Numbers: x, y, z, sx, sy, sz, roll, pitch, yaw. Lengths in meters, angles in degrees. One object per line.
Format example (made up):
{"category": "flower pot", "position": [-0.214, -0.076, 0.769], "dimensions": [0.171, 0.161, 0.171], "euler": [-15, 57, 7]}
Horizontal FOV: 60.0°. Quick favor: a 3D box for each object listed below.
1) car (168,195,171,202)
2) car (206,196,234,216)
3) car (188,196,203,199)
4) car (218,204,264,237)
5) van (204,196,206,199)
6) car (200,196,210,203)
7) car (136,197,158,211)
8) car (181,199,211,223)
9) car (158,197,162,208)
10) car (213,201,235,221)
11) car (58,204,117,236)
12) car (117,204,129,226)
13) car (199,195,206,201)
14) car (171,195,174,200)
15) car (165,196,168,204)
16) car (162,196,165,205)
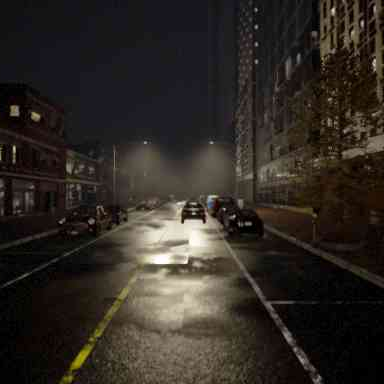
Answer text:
{"category": "car", "position": [-5.662, 1.543, 63.238], "dimensions": [1.887, 1.381, 4.507], "euler": [1, 0, 0]}
{"category": "car", "position": [2.721, 1.313, 29.317], "dimensions": [2.192, 1.841, 5.009], "euler": [1, 0, 0]}
{"category": "car", "position": [0.112, 1.502, 42.872], "dimensions": [1.837, 1.490, 4.892], "euler": [0, 0, 0]}
{"category": "car", "position": [2.706, 1.564, 18.028], "dimensions": [1.947, 1.339, 4.313], "euler": [1, 0, 0]}
{"category": "van", "position": [2.686, 1.338, 40.605], "dimensions": [1.690, 1.788, 3.998], "euler": [1, 0, 0]}
{"category": "car", "position": [2.687, 1.565, 68.826], "dimensions": [1.947, 1.339, 4.313], "euler": [1, 0, 0]}
{"category": "car", "position": [-5.668, 1.563, 40.662], "dimensions": [1.947, 1.339, 4.313], "euler": [1, 0, 0]}
{"category": "car", "position": [0.107, 1.545, 25.625], "dimensions": [2.033, 1.411, 5.357], "euler": [0, 0, 0]}
{"category": "car", "position": [-5.664, 1.437, 46.307], "dimensions": [1.967, 1.590, 4.097], "euler": [1, 0, 0]}
{"category": "car", "position": [2.711, 1.580, 23.673], "dimensions": [1.802, 1.307, 4.206], "euler": [1, 0, 0]}
{"category": "car", "position": [-5.672, 1.439, 18.086], "dimensions": [1.967, 1.590, 4.097], "euler": [1, 0, 0]}
{"category": "car", "position": [-5.672, 1.564, 23.730], "dimensions": [1.947, 1.339, 4.313], "euler": [1, 0, 0]}
{"category": "car", "position": [2.692, 1.527, 85.928], "dimensions": [1.752, 1.417, 4.829], "euler": [1, 0, 0]}
{"category": "car", "position": [-5.659, 1.566, 74.526], "dimensions": [1.947, 1.339, 4.313], "euler": [1, 0, 0]}
{"category": "car", "position": [-5.664, 1.580, 57.594], "dimensions": [1.802, 1.307, 4.206], "euler": [1, 0, 0]}
{"category": "car", "position": [-5.665, 1.522, 51.781], "dimensions": [1.752, 1.417, 4.829], "euler": [1, 0, 0]}
